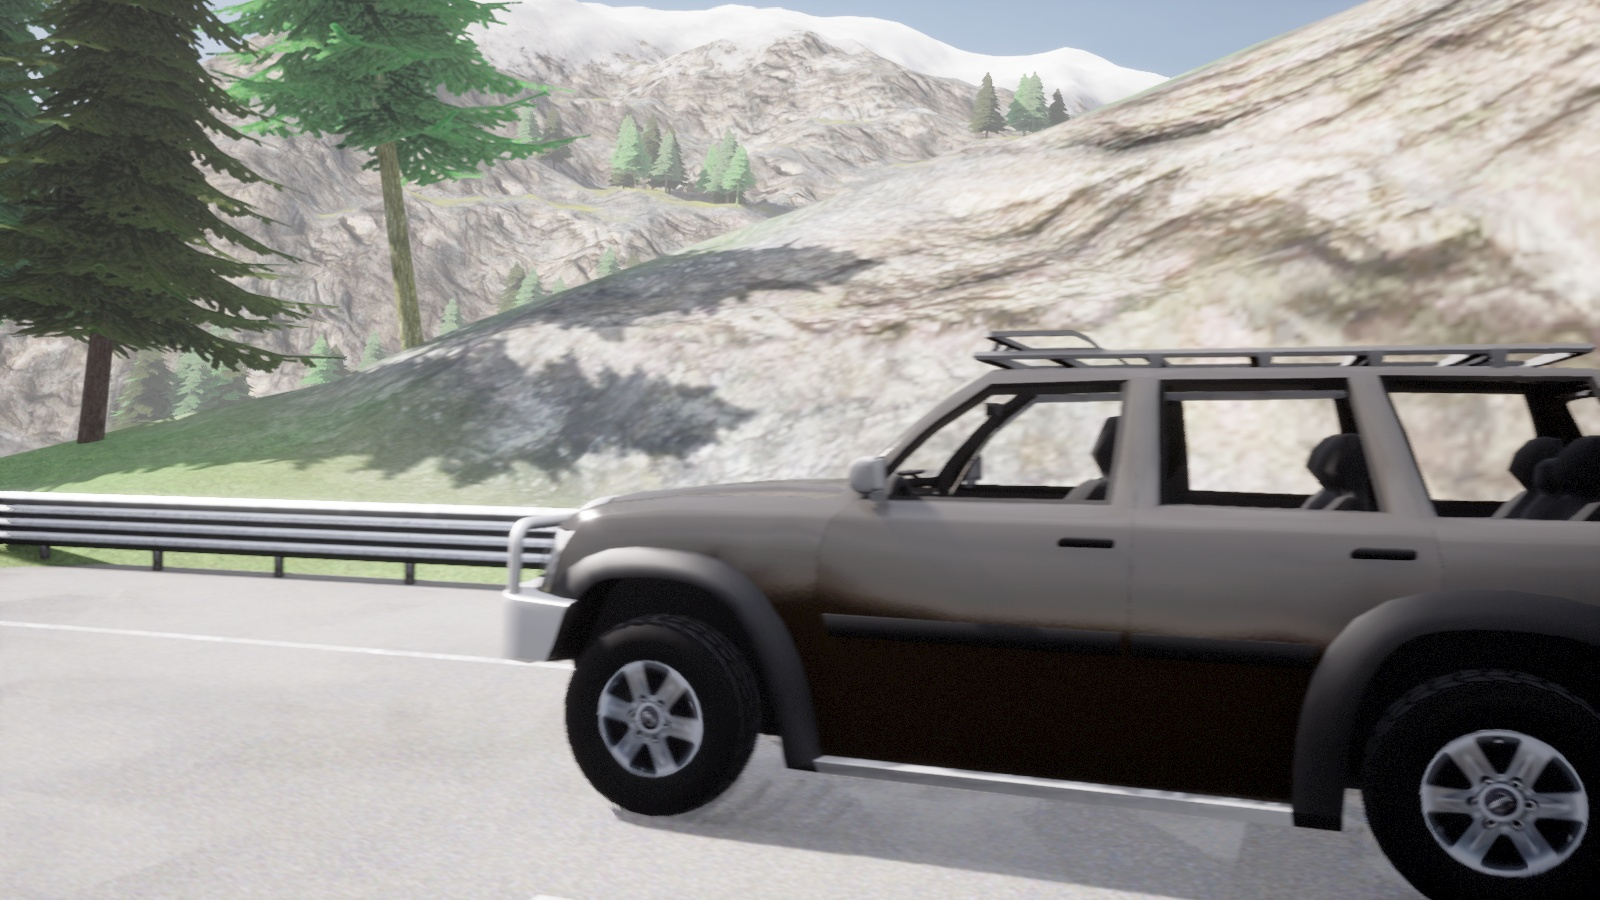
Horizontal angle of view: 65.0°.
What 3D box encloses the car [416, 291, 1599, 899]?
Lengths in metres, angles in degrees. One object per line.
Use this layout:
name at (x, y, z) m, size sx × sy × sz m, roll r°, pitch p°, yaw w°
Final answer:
car at (0.972, 0.469, 5.111) m, size 4.605 × 1.855 × 1.932 m, roll 0°, pitch 0°, yaw 20°
